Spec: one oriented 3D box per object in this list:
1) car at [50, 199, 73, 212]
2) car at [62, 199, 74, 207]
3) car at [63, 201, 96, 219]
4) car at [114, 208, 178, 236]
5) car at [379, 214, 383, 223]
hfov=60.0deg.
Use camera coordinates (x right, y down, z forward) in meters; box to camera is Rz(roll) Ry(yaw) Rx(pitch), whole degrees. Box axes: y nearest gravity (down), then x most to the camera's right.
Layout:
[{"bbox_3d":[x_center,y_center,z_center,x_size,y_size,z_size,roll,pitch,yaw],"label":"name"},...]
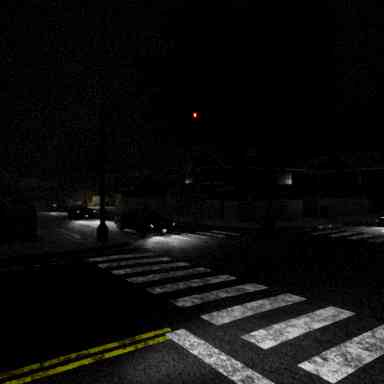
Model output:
[{"bbox_3d":[-17.252,1.686,43.352,2.097,1.767,4.553,0,0,-28],"label":"car"},{"bbox_3d":[-23.734,2.004,63.590,1.812,1.442,4.674,0,0,-23],"label":"car"},{"bbox_3d":[-10.572,1.843,31.673,1.895,1.301,4.718,0,0,-31],"label":"car"},{"bbox_3d":[-2.967,1.694,20.002,2.033,1.411,5.357,0,0,-34],"label":"car"},{"bbox_3d":[14.552,1.512,22.055,5.357,1.411,2.033,0,0,-36],"label":"car"}]
